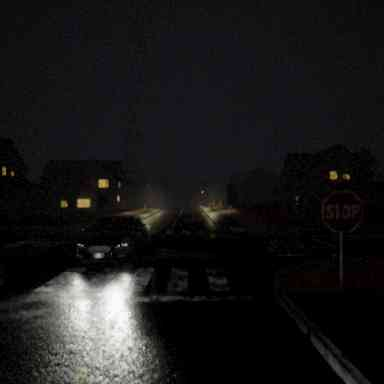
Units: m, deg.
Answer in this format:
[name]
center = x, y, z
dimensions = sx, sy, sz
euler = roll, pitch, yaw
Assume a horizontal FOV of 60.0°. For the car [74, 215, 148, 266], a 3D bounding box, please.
[car]
center = -2.773, 1.644, 12.305
dimensions = 2.128, 1.511, 4.902
euler = 0, -1, 0
